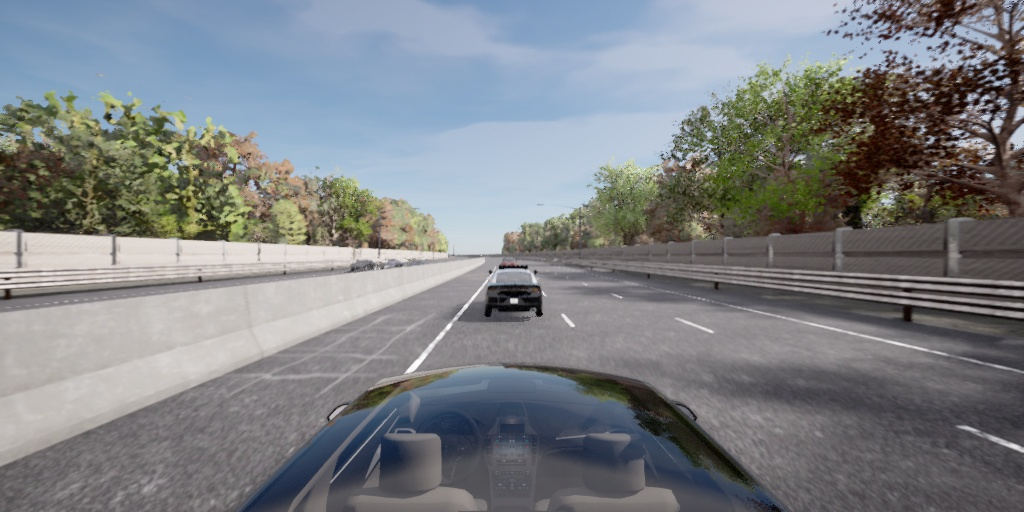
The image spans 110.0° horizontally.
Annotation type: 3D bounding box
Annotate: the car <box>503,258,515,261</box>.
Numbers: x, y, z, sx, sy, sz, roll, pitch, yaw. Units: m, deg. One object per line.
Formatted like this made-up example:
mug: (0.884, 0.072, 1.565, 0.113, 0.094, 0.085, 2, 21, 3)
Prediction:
car: (-0.428, 1.032, 43.536, 2.097, 1.767, 4.553, 0, 0, -1)

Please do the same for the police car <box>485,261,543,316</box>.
police car: (0.046, 1.155, 13.431, 1.930, 1.638, 5.238, 0, 0, 0)

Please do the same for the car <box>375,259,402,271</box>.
car: (-14.615, 1.170, 44.246, 2.128, 1.511, 4.902, 0, 0, -1)

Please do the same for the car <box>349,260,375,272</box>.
car: (-18.106, 1.184, 43.853, 1.837, 1.490, 4.892, 0, 0, -1)

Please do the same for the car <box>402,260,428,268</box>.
car: (-11.071, 1.187, 42.129, 1.837, 1.490, 4.892, 0, 0, -1)
